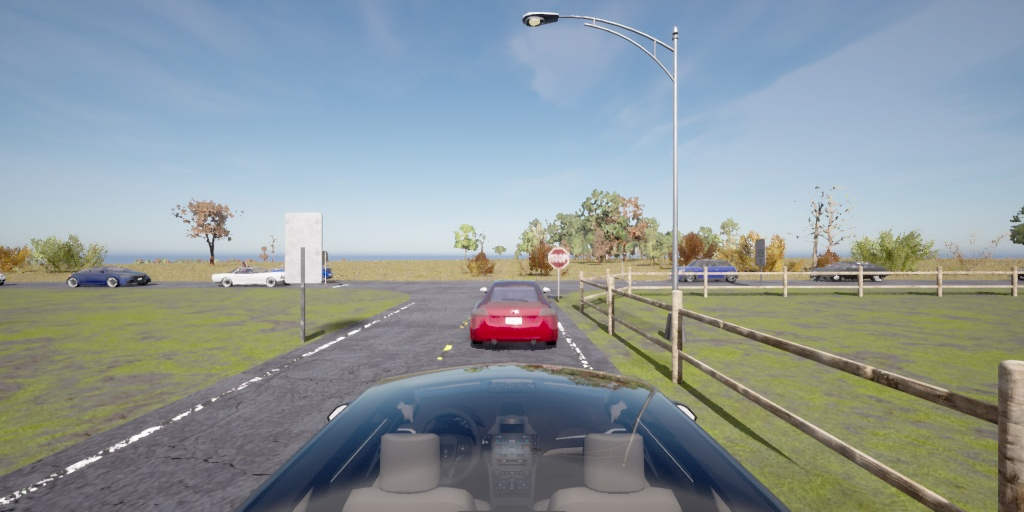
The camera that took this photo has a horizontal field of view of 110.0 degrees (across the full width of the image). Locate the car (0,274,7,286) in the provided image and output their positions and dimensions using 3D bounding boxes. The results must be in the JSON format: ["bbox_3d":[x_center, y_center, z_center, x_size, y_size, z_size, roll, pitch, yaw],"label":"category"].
[{"bbox_3d":[-37.599,1.379,24.413,4.674,1.442,1.812,0,0,0],"label":"car"}]

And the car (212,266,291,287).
[{"bbox_3d":[-17.256,1.395,24.286,4.718,1.301,1.895,0,0,0],"label":"car"}]

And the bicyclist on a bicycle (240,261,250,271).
[{"bbox_3d":[-22.568,1.261,30.291,0.582,1.620,1.656,0,0,0],"label":"bicyclist on a bicycle"}]

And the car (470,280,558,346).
[{"bbox_3d":[0.075,1.314,9.460,1.994,1.385,4.181,0,0,1],"label":"car"}]

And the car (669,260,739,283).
[{"bbox_3d":[14.343,1.062,27.049,4.553,1.767,2.097,0,0,0],"label":"car"}]

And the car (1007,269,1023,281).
[{"bbox_3d":[40.905,1.218,26.864,5.357,1.411,2.033,0,0,1],"label":"car"}]

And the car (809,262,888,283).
[{"bbox_3d":[25.198,1.175,26.985,4.902,1.511,2.128,0,0,0],"label":"car"}]

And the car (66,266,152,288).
[{"bbox_3d":[-27.270,1.387,24.344,4.181,1.385,1.994,0,0,0],"label":"car"}]

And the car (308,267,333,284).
[{"bbox_3d":[-16.289,1.267,27.232,5.008,1.535,1.882,0,0,0],"label":"car"}]
